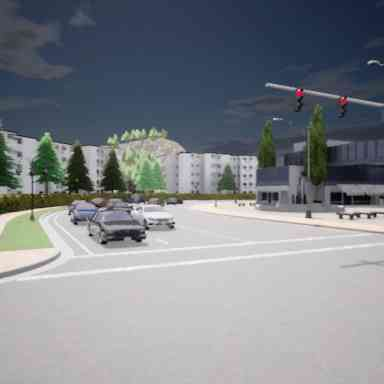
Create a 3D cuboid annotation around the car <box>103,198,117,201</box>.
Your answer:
[{"bbox_3d":[-9.039,1.555,39.412,1.837,1.490,4.892,0,0,-9],"label":"car"}]

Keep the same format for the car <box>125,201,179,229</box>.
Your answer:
[{"bbox_3d":[-2.670,1.557,21.619,1.812,1.442,4.674,0,0,-26],"label":"car"}]

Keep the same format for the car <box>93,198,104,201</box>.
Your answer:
[{"bbox_3d":[-13.170,1.537,46.709,1.882,1.535,5.008,0,0,0],"label":"car"}]

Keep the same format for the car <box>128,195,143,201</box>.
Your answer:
[{"bbox_3d":[-9.140,1.237,54.674,2.097,1.767,4.553,0,0,10],"label":"car"}]

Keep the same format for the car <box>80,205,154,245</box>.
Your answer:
[{"bbox_3d":[-3.855,1.569,16.153,2.033,1.411,5.357,0,0,-27],"label":"car"}]

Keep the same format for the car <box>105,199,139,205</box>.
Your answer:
[{"bbox_3d":[-6.261,1.604,29.605,1.994,1.385,4.181,0,0,-21],"label":"car"}]

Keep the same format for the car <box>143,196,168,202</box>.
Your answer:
[{"bbox_3d":[-5.679,1.624,52.517,2.033,1.411,5.357,0,0,8],"label":"car"}]

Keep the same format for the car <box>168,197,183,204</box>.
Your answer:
[{"bbox_3d":[-3.240,1.659,62.667,1.994,1.385,4.181,0,0,25],"label":"car"}]

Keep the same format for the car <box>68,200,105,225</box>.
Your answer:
[{"bbox_3d":[-7.939,1.556,24.672,1.812,1.442,4.674,0,0,-24],"label":"car"}]
